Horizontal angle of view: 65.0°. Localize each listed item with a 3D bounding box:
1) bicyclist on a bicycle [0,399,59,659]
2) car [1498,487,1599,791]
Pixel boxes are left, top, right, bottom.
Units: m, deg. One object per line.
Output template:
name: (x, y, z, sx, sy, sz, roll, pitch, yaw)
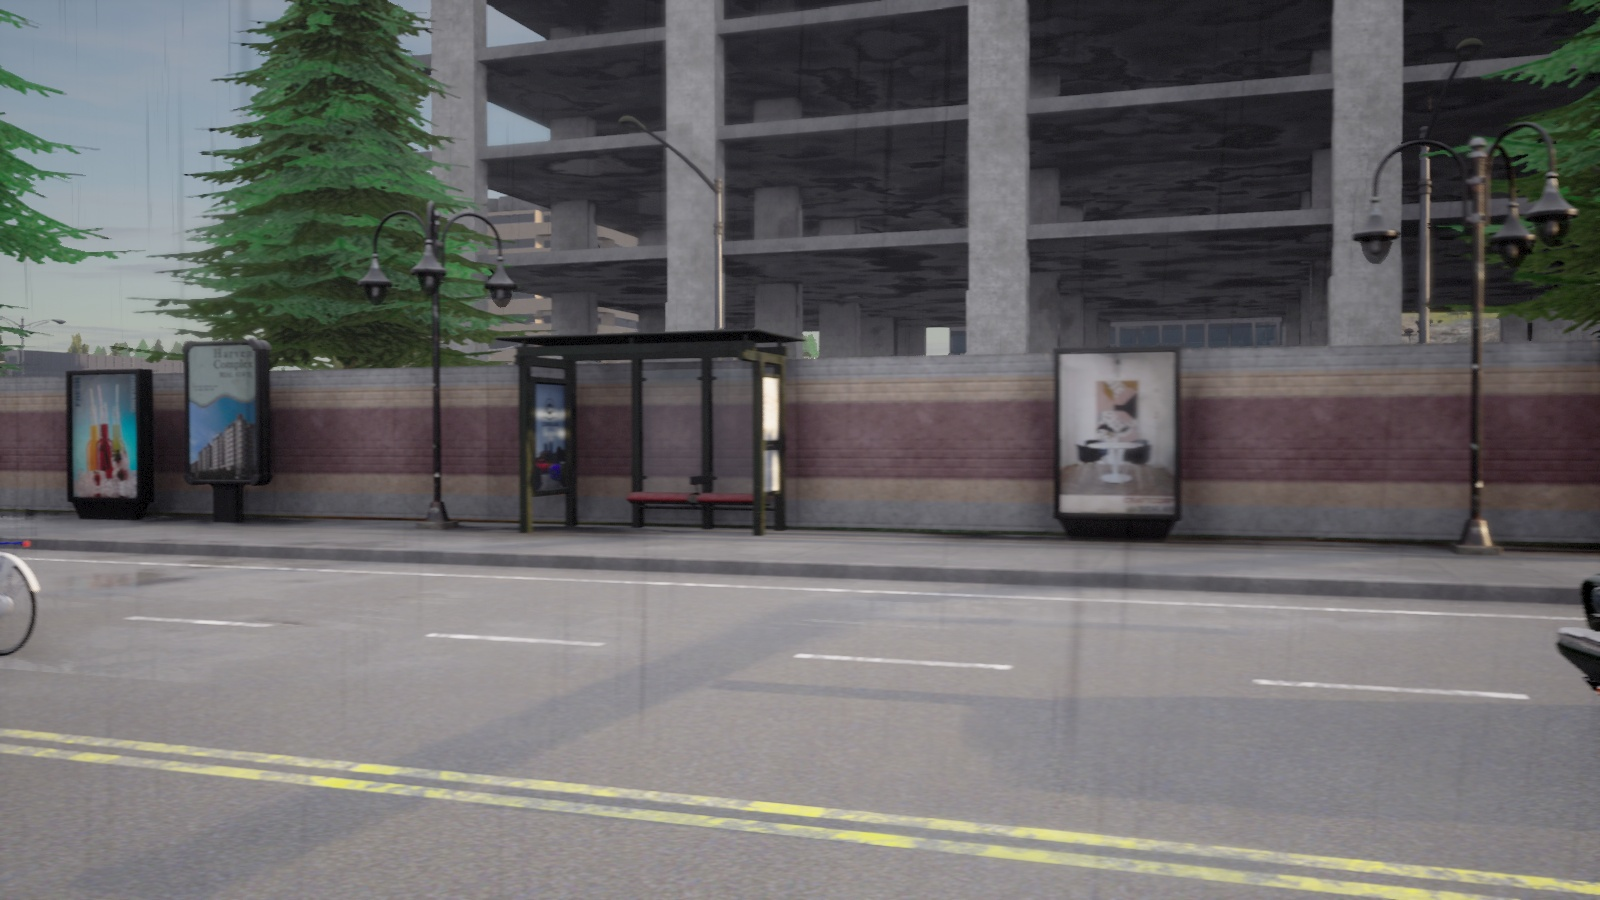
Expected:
bicyclist on a bicycle: (-6.309, 0.529, 9.005, 1.843, 1.776, 0.659, 1, 1, 19)
car: (5.874, 0.864, 5.335, 4.718, 1.301, 1.895, 0, 1, 3)
